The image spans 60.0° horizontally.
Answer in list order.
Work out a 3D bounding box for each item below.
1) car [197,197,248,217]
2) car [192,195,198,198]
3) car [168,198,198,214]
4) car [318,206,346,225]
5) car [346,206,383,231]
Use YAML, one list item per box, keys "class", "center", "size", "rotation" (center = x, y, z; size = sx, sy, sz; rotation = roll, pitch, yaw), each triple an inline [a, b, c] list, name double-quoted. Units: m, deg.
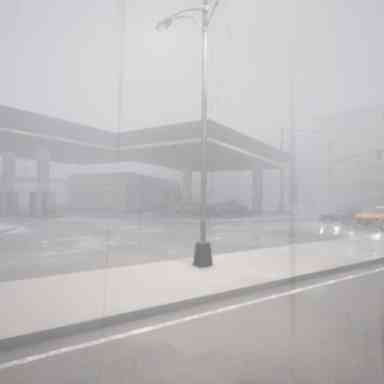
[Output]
- class: "car"
  center: [3.301, 1.527, 32.276]
  size: [4.611, 1.667, 2.242]
  rotation: [1, 0, -35]
- class: "car"
  center: [0.078, 1.668, 70.776]
  size: [2.150, 2.045, 5.566]
  rotation: [1, 0, -36]
- class: "car"
  center: [-0.657, 1.680, 36.510]
  size: [3.806, 1.475, 1.970]
  rotation: [1, 0, -35]
- class: "car"
  center: [12.545, 1.828, 26.950]
  size: [5.357, 1.411, 2.033]
  rotation: [1, 0, -35]
- class: "car"
  center: [13.178, 1.739, 23.118]
  size: [5.008, 1.535, 1.882]
  rotation: [1, -1, -35]
